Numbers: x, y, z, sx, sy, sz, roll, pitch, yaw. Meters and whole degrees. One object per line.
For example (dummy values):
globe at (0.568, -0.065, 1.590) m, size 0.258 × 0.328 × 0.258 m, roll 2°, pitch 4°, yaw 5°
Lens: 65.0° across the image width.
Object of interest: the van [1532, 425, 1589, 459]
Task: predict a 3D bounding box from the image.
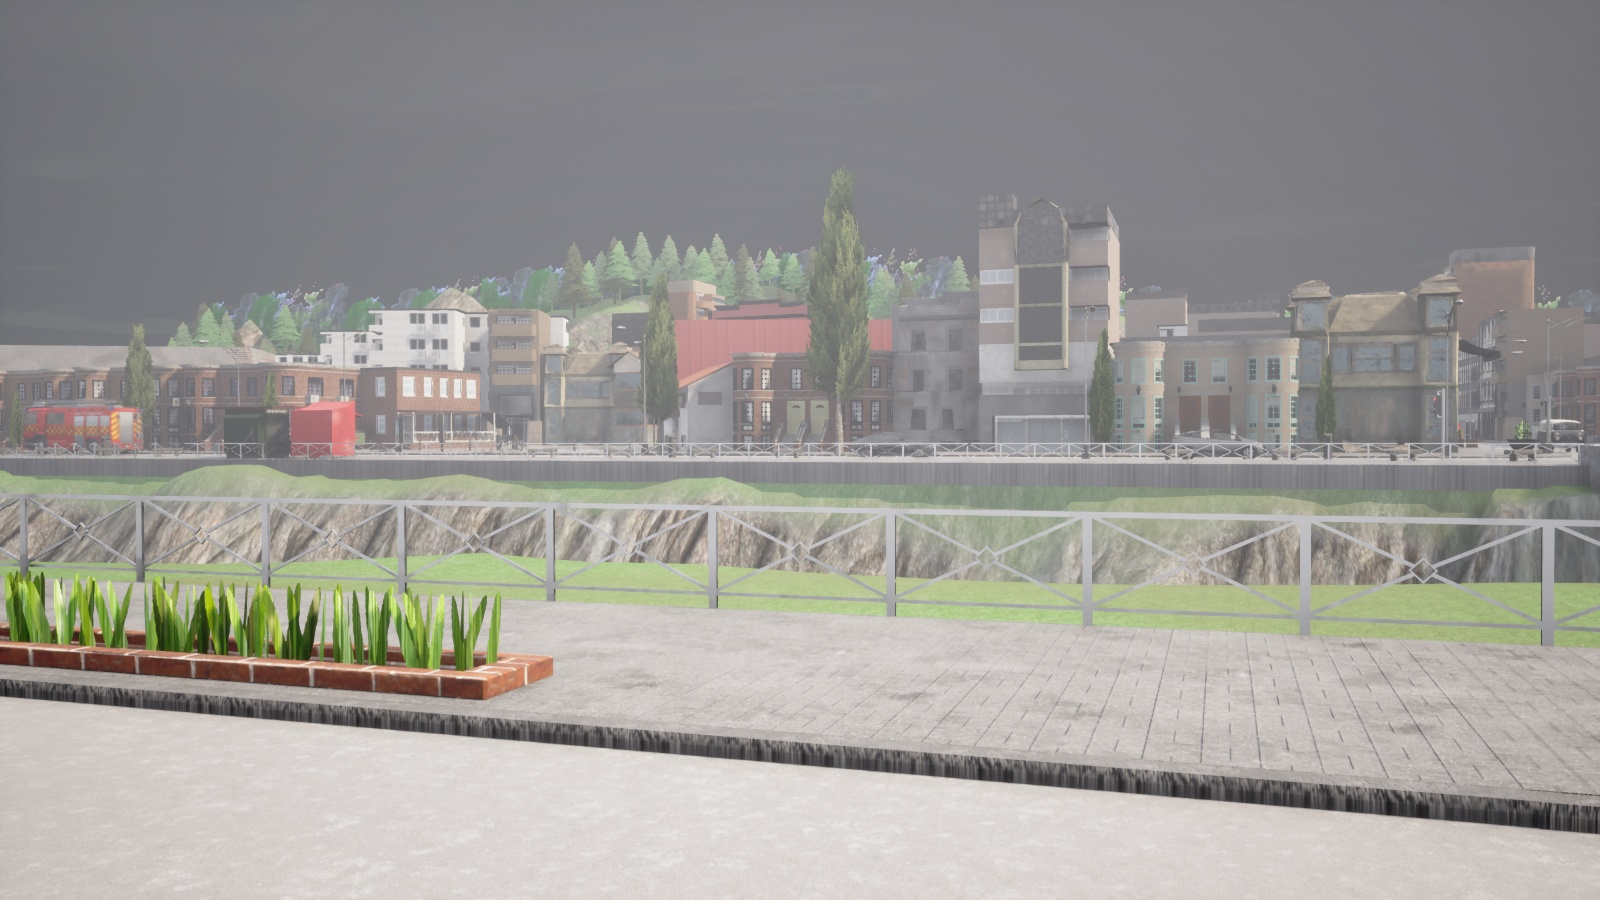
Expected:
van at (46.871, -0.514, 77.460) m, size 2.069 × 2.038 × 4.480 m, roll 1°, pitch 1°, yaw 19°

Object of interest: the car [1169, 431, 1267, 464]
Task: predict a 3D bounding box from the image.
car at (20.593, -0.141, 61.907) m, size 4.514 × 1.525 × 2.007 m, roll 1°, pitch 1°, yaw 19°

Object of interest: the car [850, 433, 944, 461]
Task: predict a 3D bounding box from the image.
car at (5.174, -0.202, 67.088) m, size 4.674 × 1.442 × 1.812 m, roll 1°, pitch 1°, yaw 19°
